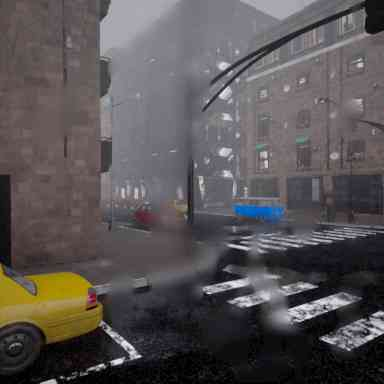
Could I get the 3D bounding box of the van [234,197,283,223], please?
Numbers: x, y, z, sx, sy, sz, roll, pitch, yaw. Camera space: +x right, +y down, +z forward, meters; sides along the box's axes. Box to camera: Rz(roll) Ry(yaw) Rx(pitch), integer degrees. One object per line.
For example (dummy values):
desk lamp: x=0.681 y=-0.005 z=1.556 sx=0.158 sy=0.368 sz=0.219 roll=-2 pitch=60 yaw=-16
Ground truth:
van: x=4.898 y=1.280 z=24.914 sx=1.690 sy=1.788 sz=3.998 roll=0 pitch=0 yaw=-36

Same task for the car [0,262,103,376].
car: x=-3.591 y=1.525 z=4.003 sx=4.829 sy=1.417 sz=1.752 roll=0 pitch=0 yaw=-36

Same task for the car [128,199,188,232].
car: x=-1.892 y=1.441 z=20.003 sx=1.967 sy=1.590 sz=4.097 roll=0 pitch=0 yaw=-36

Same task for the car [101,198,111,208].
car: x=-11.743 y=1.463 z=47.814 sx=1.887 sy=1.381 sz=4.507 roll=-1 pitch=0 yaw=-36

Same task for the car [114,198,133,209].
car: x=-8.415 y=1.463 z=43.234 sx=1.887 sy=1.381 sz=4.507 roll=-1 pitch=0 yaw=-36
